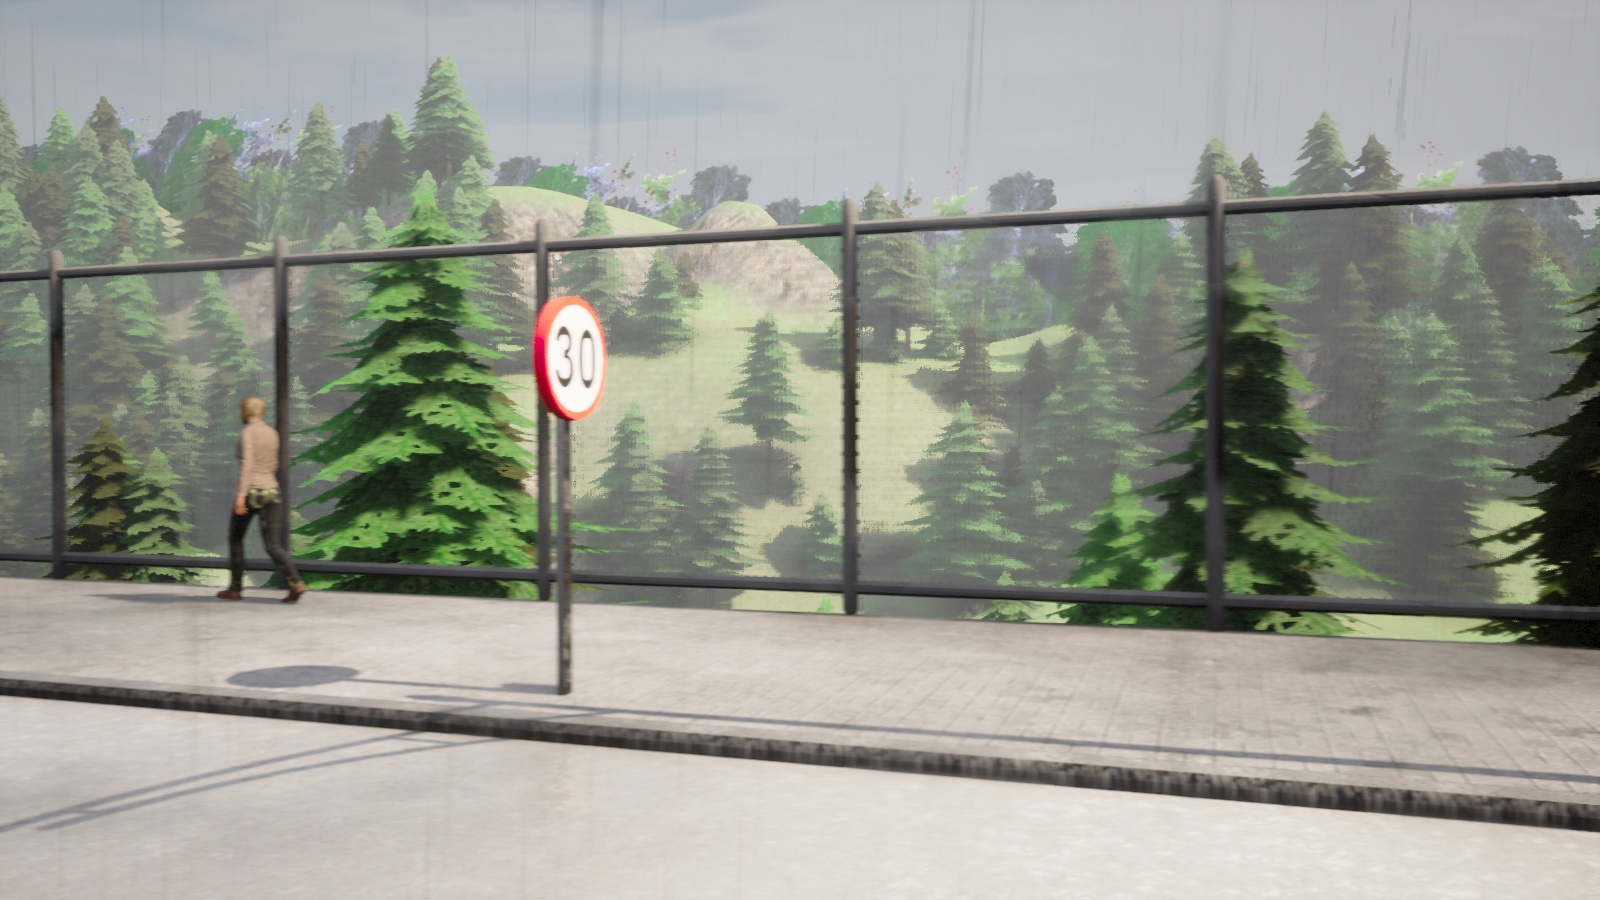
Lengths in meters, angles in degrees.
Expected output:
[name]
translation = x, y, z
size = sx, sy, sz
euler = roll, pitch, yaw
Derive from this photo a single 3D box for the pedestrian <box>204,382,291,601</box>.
[pedestrian]
translation = -4.761, 0.345, 10.830
size = 0.634, 1.846, 0.331
euler = 1, 1, 22
